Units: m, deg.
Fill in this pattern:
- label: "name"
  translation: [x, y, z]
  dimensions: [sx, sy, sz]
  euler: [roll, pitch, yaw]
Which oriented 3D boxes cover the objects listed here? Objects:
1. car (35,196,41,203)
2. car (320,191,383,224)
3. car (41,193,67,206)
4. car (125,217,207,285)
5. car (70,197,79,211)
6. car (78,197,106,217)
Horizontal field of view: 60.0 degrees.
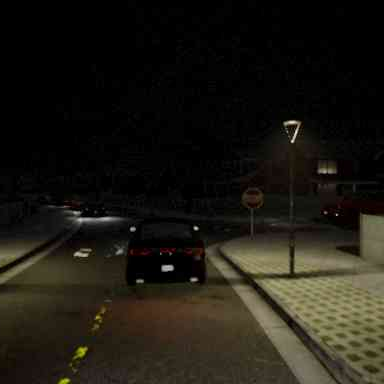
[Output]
- label: "car"
  translation: [-28.811, 1.408, 65.144]
  dimensions: [5.357, 1.411, 2.033]
  euler: [0, 0, 44]
- label: "car"
  translation: [11.397, 0.943, 21.893]
  dimensions: [5.566, 2.045, 2.150]
  euler: [-1, 1, -7]
- label: "car"
  translation: [-21.609, 1.100, 52.621]
  dimensions: [2.150, 2.045, 5.566]
  euler: [0, 0, -38]
- label: "car"
  translation: [-0.770, 1.450, 9.502]
  dimensions: [1.882, 1.535, 5.008]
  euler: [0, 0, -6]
- label: "car"
  translation: [-13.281, 1.365, 39.681]
  dimensions: [1.882, 1.535, 5.008]
  euler: [0, 0, -29]
- label: "car"
  translation: [-9.111, 1.435, 30.578]
  dimensions: [1.812, 1.442, 4.674]
  euler: [0, 0, -22]
